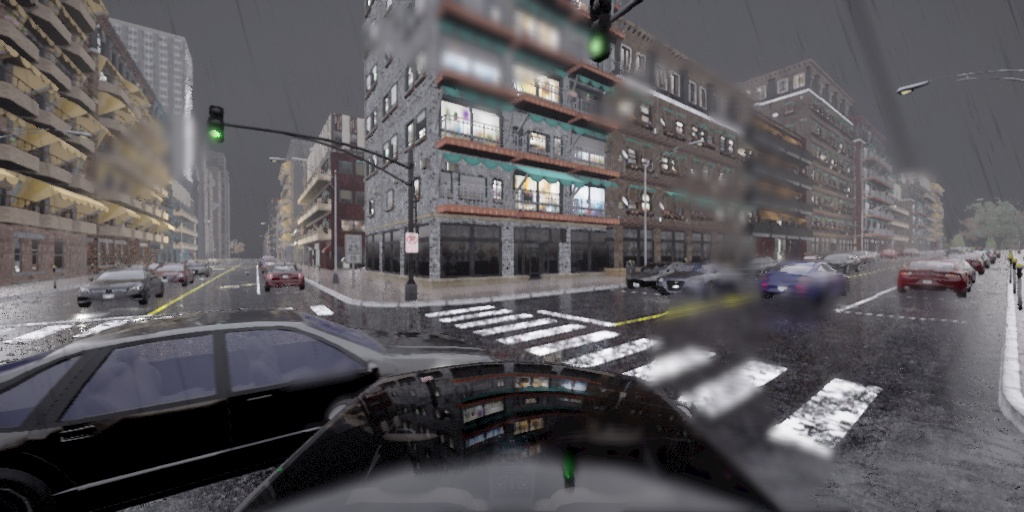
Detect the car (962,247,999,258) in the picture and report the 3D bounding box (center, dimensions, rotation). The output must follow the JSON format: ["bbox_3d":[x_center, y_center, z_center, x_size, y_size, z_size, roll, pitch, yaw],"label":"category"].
[{"bbox_3d":[49.364,0.003,37.801,4.097,1.591,1.967,0,0,-36],"label":"car"}]

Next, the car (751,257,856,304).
[{"bbox_3d":[11.157,0.907,13.633,4.674,1.442,1.812,-1,1,-36],"label":"car"}]

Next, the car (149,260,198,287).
[{"bbox_3d":[-22.292,1.221,23.526,1.812,1.442,4.674,0,0,-35],"label":"car"}]

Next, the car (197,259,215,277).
[{"bbox_3d":[-28.732,1.236,32.591,1.994,1.385,4.181,0,0,-35],"label":"car"}]

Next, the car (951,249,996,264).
[{"bbox_3d":[40.173,0.317,31.190,4.403,1.370,2.007,0,0,-36],"label":"car"}]

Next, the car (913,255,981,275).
[{"bbox_3d":[21.795,0.757,17.966,4.207,1.307,1.802,0,0,-36],"label":"car"}]

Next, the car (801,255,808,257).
[{"bbox_3d":[26.122,0.565,31.406,4.207,1.307,1.802,0,0,-36],"label":"car"}]

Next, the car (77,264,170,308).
[{"bbox_3d":[-16.459,1.242,15.331,1.812,1.442,4.674,0,0,-35],"label":"car"}]

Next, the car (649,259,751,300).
[{"bbox_3d":[8.022,0.979,15.198,4.181,1.385,1.994,-1,1,-36],"label":"car"}]

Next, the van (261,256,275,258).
[{"bbox_3d":[-32.660,0.973,48.066,1.690,1.789,3.998,0,0,-35],"label":"van"}]

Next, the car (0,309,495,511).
[{"bbox_3d":[-2.725,1.292,3.642,5.357,1.411,2.033,0,0,-36],"label":"car"}]

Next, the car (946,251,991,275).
[{"bbox_3d":[30.983,0.515,24.579,4.507,1.381,1.888,0,0,-36],"label":"car"}]

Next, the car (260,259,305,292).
[{"bbox_3d":[-13.400,1.138,21.016,1.967,1.591,4.097,0,0,-35],"label":"car"}]

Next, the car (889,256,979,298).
[{"bbox_3d":[17.242,0.822,14.603,4.507,1.381,1.888,0,0,-36],"label":"car"}]

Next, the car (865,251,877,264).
[{"bbox_3d":[39.908,0.117,41.323,4.097,1.591,1.967,0,0,-36],"label":"car"}]

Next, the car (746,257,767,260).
[{"bbox_3d":[16.933,0.753,24.799,4.313,1.339,1.948,0,0,-36],"label":"car"}]

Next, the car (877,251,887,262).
[{"bbox_3d":[44.503,0.126,44.628,4.403,1.370,2.007,0,0,-36],"label":"car"}]

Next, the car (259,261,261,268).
[{"bbox_3d":[-16.610,1.237,25.524,2.007,1.370,4.403,0,0,-35],"label":"car"}]

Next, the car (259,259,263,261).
[{"bbox_3d":[-26.240,1.235,39.049,1.802,1.307,4.207,0,0,-35],"label":"car"}]

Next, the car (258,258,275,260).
[{"bbox_3d":[-29.450,1.225,43.557,1.802,1.307,4.207,0,0,-35],"label":"car"}]

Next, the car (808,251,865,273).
[{"bbox_3d":[24.643,0.523,27.134,5.008,1.535,1.882,-1,1,-36],"label":"car"}]

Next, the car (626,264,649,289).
[{"bbox_3d":[7.665,0.958,18.289,4.313,1.339,1.948,0,0,-36],"label":"car"}]
